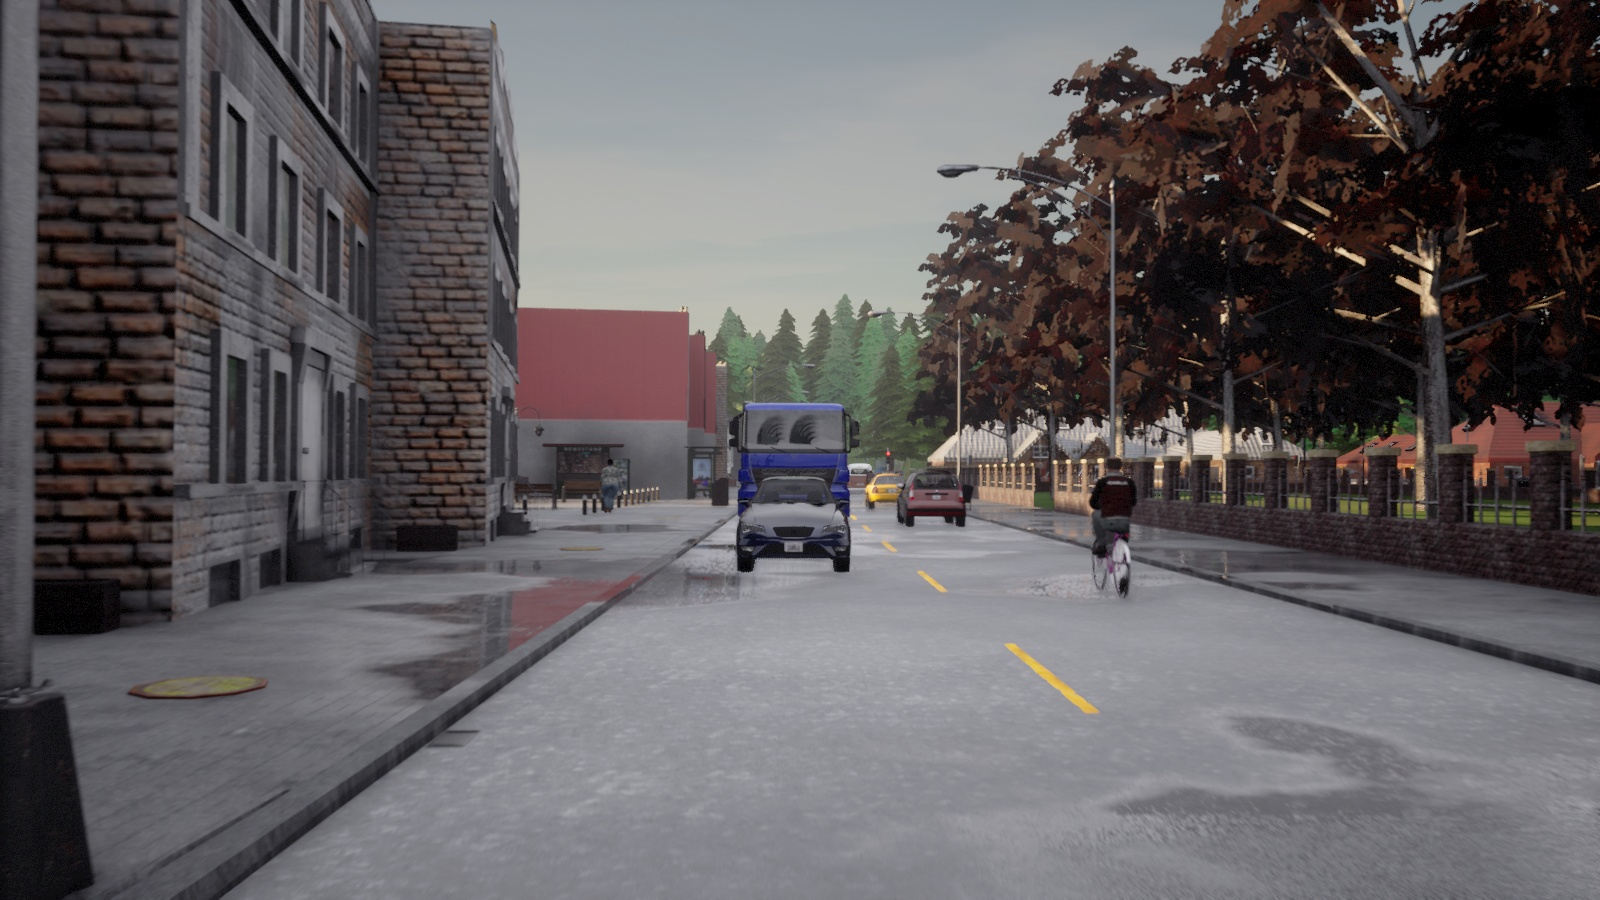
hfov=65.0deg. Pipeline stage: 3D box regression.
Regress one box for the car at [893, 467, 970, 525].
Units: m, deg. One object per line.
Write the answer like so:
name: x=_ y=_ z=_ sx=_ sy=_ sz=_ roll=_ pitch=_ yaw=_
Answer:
car: x=3.838 y=1.320 z=37.253 sx=1.851 sy=1.617 sz=3.988 roll=0 pitch=-1 yaw=0

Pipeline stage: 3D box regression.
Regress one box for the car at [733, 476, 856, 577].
car: x=-0.092 y=1.173 z=20.634 sx=1.816 sy=1.474 sz=4.193 roll=0 pitch=-1 yaw=0

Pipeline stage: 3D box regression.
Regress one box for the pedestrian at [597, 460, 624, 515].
pedestrian: x=-6.467 y=1.271 z=42.751 sx=0.874 sy=1.855 sz=0.900 roll=0 pitch=-1 yaw=-11

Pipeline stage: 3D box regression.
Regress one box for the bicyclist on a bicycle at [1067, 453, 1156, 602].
bicyclist on a bicycle: x=3.924 y=0.936 z=15.944 sx=0.659 sy=1.776 sz=1.843 roll=0 pitch=-1 yaw=0

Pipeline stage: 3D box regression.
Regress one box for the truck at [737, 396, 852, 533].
truck: x=-0.159 y=0.431 z=35.777 sx=2.891 sy=3.462 sz=7.936 roll=0 pitch=-1 yaw=0

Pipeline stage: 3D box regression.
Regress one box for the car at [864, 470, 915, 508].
car: x=3.789 y=1.641 z=54.014 sx=1.801 sy=1.575 sz=5.366 roll=0 pitch=-1 yaw=0

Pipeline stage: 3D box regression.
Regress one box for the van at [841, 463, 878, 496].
van: x=3.705 y=1.841 z=78.895 sx=2.069 sy=2.038 sz=4.480 roll=0 pitch=-1 yaw=0
